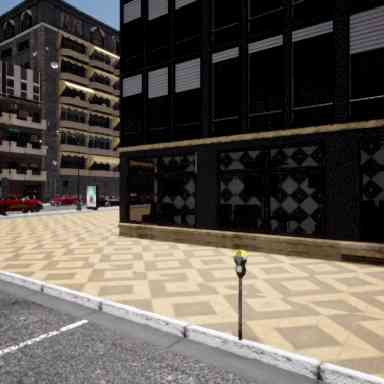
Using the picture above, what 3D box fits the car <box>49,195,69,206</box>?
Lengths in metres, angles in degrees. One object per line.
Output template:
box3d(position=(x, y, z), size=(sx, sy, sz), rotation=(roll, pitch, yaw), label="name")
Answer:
box3d(position=(-16.091, 1.074, 42.621), size=(1.802, 1.307, 4.206), rotation=(1, 2, 35), label="car")

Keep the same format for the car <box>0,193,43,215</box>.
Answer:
box3d(position=(-15.571, 1.029, 28.771), size=(2.192, 1.841, 5.009), rotation=(1, 2, 35), label="car")

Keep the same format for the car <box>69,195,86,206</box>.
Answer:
box3d(position=(-12.858, 0.986, 42.737), size=(1.812, 1.442, 4.674), rotation=(0, 1, 35), label="car")

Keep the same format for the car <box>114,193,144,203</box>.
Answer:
box3d(position=(-9.718, 0.834, 51.698), size=(2.008, 1.369, 4.403), rotation=(2, 2, 35), label="car")

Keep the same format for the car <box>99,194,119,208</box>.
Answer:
box3d(position=(-9.197, 1.072, 37.857), size=(1.947, 1.339, 4.313), rotation=(1, 2, 35), label="car")
